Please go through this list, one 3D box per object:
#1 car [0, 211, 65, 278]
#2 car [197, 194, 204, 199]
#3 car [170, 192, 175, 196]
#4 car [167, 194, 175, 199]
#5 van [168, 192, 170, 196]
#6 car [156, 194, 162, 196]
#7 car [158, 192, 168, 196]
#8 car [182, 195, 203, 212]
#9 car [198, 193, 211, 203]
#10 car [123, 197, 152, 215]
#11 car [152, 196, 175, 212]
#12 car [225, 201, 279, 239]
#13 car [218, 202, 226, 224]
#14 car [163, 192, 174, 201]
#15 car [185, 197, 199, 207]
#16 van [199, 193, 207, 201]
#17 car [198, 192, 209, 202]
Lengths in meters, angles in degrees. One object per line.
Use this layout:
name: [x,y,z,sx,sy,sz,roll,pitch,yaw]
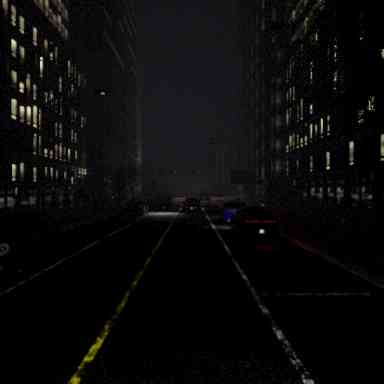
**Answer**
car: [-5.330,1.398,9.763,1.967,1.590,4.097,0,0,0]
car: [2.439,1.161,93.324,1.752,1.417,4.829,0,0,0]
car: [-5.412,1.033,70.907,2.192,1.841,5.009,0,0,0]
car: [-5.434,1.238,87.584,1.802,1.307,4.206,0,0,0]
van: [-5.397,1.102,59.790,1.690,1.788,3.998,0,0,0]
car: [-5.374,1.376,43.115,2.008,1.369,4.403,0,0,0]
car: [-5.389,1.222,54.232,1.967,1.590,4.097,0,0,0]
car: [-0.012,1.359,36.112,1.837,1.490,4.892,0,1,0]
car: [2.483,1.312,59.802,2.008,1.369,4.403,0,0,0]
car: [-5.360,1.308,31.998,1.967,1.590,4.097,0,0,0]
car: [-2.893,1.417,35.828,1.994,1.385,4.181,0,0,0]
car: [2.997,1.434,16.725,1.837,1.490,4.892,0,0,0]
car: [2.982,1.379,23.725,1.882,1.535,5.008,0,0,0]
car: [-5.420,1.013,76.466,2.192,1.841,5.009,0,0,0]
car: [-0.036,1.411,46.916,1.895,1.301,4.718,0,0,0]
van: [2.461,1.039,76.477,1.690,1.788,3.998,0,0,0]
car: [2.468,1.034,70.918,2.192,1.841,5.009,0,0,0]
